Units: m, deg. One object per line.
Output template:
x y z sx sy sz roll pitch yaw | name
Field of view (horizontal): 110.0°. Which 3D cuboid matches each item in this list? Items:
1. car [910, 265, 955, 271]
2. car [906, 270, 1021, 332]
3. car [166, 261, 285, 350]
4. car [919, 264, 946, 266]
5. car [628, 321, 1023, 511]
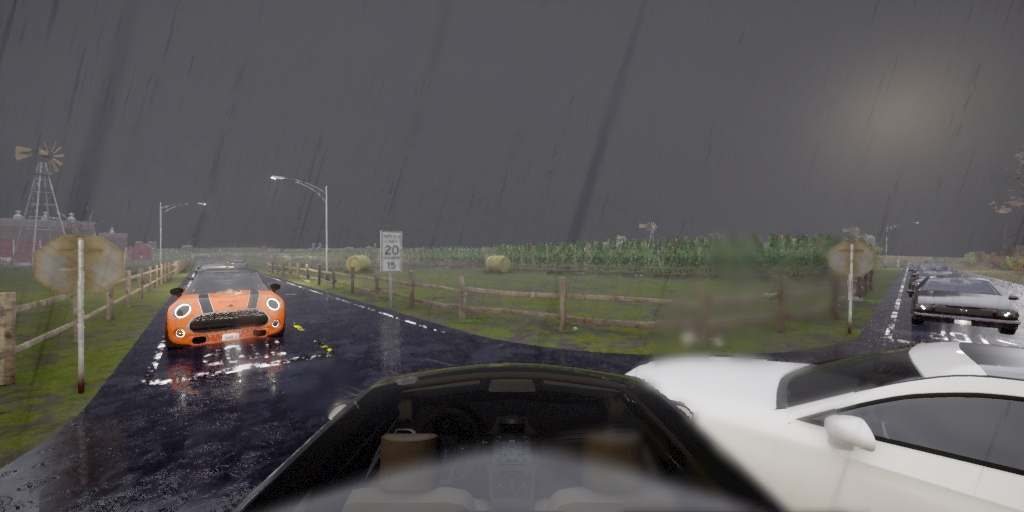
21.121 1.358 17.742 4.181 1.385 1.994 0 1 -42 | car
13.686 1.331 11.065 5.357 1.411 2.033 0 1 -42 | car
-7.429 1.135 9.416 2.097 1.767 4.553 0 0 -39 | car
28.790 1.300 24.617 4.902 1.511 2.128 0 1 -42 | car
2.868 1.293 2.162 1.812 1.442 4.674 0 1 -43 | car
